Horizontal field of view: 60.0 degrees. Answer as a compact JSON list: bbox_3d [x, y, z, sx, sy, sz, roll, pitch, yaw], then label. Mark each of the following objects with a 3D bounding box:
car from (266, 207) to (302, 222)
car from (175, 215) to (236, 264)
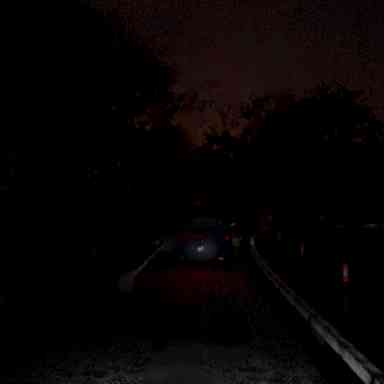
[{"bbox_3d":[8.500,1.976,30.351,1.895,1.301,4.718,0,-1,36],"label":"car"},{"bbox_3d":[0.587,1.601,12.471,1.882,1.535,5.008,0,-1,7],"label":"car"}]
